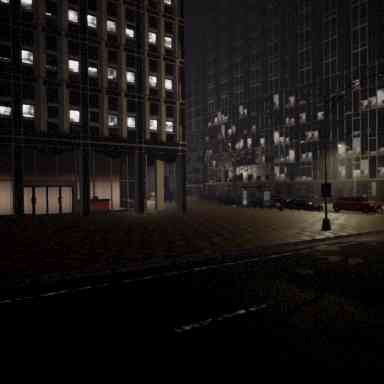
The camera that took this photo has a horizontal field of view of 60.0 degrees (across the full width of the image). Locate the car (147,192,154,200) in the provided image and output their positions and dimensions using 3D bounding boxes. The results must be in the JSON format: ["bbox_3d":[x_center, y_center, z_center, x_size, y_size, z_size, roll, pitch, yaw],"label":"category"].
[{"bbox_3d":[-10.285,1.039,69.098,2.008,1.369,4.403,0,1,-34],"label":"car"}]

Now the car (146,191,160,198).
[{"bbox_3d":[-9.812,0.685,83.209,1.967,1.590,4.097,0,1,-34],"label":"car"}]

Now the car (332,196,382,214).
[{"bbox_3d":[16.892,1.206,34.084,2.097,1.767,4.553,-1,1,-35],"label":"car"}]

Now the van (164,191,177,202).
[{"bbox_3d":[-3.849,0.937,59.725,1.690,1.788,3.998,0,1,-34],"label":"van"}]

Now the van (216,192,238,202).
[{"bbox_3d":[6.276,0.855,59.783,1.690,1.788,3.998,0,1,-34],"label":"van"}]

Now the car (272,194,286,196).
[{"bbox_3d":[11.296,1.117,42.234,2.097,1.767,4.553,-1,1,-34],"label":"car"}]

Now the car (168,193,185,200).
[{"bbox_3d":[-3.377,0.935,73.842,1.802,1.307,4.206,0,1,-34],"label":"car"}]

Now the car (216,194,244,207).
[{"bbox_3d":[5.759,1.319,45.644,1.947,1.339,4.313,0,1,-34],"label":"car"}]

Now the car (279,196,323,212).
[{"bbox_3d":[12.132,1.423,36.230,1.947,1.339,4.313,0,1,-34],"label":"car"}]

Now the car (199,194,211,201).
[{"bbox_3d":[3.059,1.043,64.471,1.802,1.307,4.206,0,1,-34],"label":"car"}]

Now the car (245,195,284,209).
[{"bbox_3d":[8.928,1.387,40.927,1.802,1.307,4.206,0,1,-34],"label":"car"}]

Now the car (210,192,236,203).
[{"bbox_3d":[5.438,1.175,50.783,1.837,1.490,4.892,-1,1,-34],"label":"car"}]
